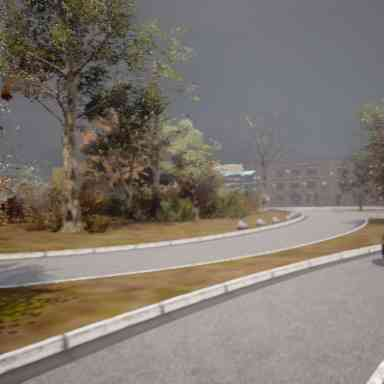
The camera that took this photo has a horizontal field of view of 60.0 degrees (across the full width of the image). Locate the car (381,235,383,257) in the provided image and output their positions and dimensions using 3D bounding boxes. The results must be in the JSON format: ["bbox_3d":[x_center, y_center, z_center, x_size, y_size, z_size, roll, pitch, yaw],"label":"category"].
[{"bbox_3d":[8.259,1.580,11.216,4.892,1.490,1.837,-1,-1,-35],"label":"car"}]
